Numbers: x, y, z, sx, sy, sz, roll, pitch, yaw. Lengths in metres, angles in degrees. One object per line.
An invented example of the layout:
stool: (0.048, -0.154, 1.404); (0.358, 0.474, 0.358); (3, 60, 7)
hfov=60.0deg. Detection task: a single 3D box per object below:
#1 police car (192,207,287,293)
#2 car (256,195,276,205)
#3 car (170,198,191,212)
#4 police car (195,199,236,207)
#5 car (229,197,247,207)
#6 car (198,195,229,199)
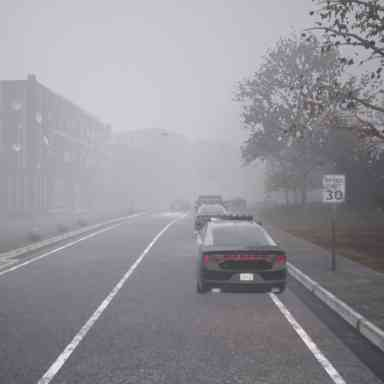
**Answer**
police car: (1.051, 1.427, 8.972); (1.930, 1.638, 5.238); (0, 0, 0)
car: (12.262, 1.305, 55.297); (1.812, 1.442, 4.674); (-1, 1, 40)
car: (-1.321, 1.489, 39.504); (2.128, 1.511, 4.902); (0, 0, 10)
police car: (1.103, 1.428, 18.910); (1.930, 1.638, 5.238); (0, 0, 1)
car: (5.939, 1.403, 45.017); (1.882, 1.535, 5.008); (0, 0, 28)
car: (1.388, 1.225, 24.657); (2.150, 2.045, 5.566); (0, 0, 5)
